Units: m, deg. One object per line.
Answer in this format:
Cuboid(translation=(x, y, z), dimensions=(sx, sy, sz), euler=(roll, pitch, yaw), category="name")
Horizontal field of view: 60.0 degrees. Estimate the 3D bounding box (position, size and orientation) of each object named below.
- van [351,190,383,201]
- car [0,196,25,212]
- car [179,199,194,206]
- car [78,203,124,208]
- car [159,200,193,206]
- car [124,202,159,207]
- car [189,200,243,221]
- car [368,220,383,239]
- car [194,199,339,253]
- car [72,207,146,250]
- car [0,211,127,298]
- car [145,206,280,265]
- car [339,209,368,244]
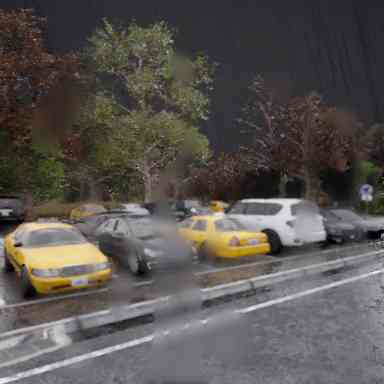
Cuboid(translation=(24.045, 0.638, 45.163), dimensions=(1.878, 1.987, 4.442), euler=(0, 1, -35), category="van")
Cuboid(translation=(-11.499, 1.263, 19.935), dimensions=(2.435, 2.045, 5.566), euler=(0, 0, -35), category="car")
Cuboid(translation=(-0.289, 1.431, 27.853), dimensions=(2.185, 1.767, 4.553), euler=(0, 0, -35), category="car")
Cuboid(translation=(-6.851, 1.529, 22.955), dimensions=(1.946, 1.575, 5.366), euler=(0, 0, -35), category="car")
Cuboid(translation=(-2.415, 1.578, 26.278), dimensions=(2.163, 1.488, 4.792), euler=(0, 0, -35), category="car")
Cuboid(translation=(-4.693, 1.580, 24.702), dimensions=(2.002, 1.452, 4.674), euler=(0, 0, -35), category="car")
Cuboid(translation=(1.996, 1.565, 29.422), dimensions=(2.097, 1.535, 5.008), euler=(0, 0, -35), category="car")
Cuboid(translation=(7.391, 1.592, 17.190), dimensions=(2.163, 1.488, 4.792), euler=(0, 0, -35), category="car")
Cuboid(translation=(2.823, 1.294, 14.035), dimensions=(2.435, 2.045, 5.566), euler=(0, 0, -35), category="car")
Cuboid(translation=(-3.276, 1.597, 15.130), dimensions=(5.357, 1.411, 2.033), euler=(0, 0, -35), category="car")
Cuboid(translation=(-3.858, 1.517, 9.057), dimensions=(1.946, 1.575, 5.366), euler=(0, 0, -35), category="car")
Cuboid(translation=(0.464, 1.534, 12.562), dimensions=(1.946, 1.575, 5.366), euler=(0, 0, -35), category="car")
Cuboid(translation=(5.103, 1.554, 15.617), dimensions=(2.097, 1.535, 5.008), euler=(0, 0, -35), category="car")
